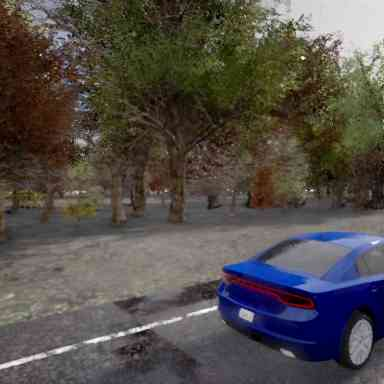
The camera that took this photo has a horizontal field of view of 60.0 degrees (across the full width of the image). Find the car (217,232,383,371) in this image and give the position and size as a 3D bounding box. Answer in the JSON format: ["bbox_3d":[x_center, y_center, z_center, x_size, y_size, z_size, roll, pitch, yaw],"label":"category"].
[{"bbox_3d":[2.730,1.432,5.693,5.008,1.535,1.882,0,0,-35],"label":"car"}]
